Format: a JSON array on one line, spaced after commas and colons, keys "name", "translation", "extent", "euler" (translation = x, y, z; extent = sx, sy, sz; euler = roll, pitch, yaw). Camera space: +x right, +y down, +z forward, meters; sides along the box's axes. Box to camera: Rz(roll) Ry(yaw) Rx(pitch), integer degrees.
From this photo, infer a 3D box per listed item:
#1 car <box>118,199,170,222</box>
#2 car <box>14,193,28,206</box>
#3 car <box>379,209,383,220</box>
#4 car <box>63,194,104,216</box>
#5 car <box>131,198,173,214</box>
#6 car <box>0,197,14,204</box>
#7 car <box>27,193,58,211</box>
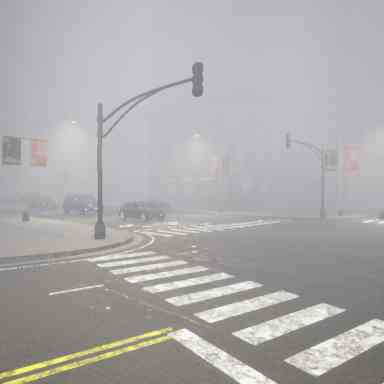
[{"name": "car", "translation": [-4.013, 1.495, 26.412], "extent": [1.837, 1.490, 4.892], "euler": [0, 0, -44]}, {"name": "car", "translation": [-26.039, 1.198, 53.402], "extent": [5.566, 2.045, 2.150], "euler": [0, 0, 45]}, {"name": "car", "translation": [16.808, 1.575, 26.978], "extent": [4.181, 1.385, 1.994], "euler": [0, 0, -44]}, {"name": "car", "translation": [-11.021, 1.207, 33.446], "extent": [2.150, 2.045, 5.566], "euler": [0, 0, -45]}, {"name": "car", "translation": [-4.474, 1.473, 36.316], "extent": [1.882, 1.535, 5.008], "euler": [0, 0, -45]}, {"name": "car", "translation": [-33.616, 1.532, 61.001], "extent": [1.994, 1.385, 4.181], "euler": [0, 0, -45]}, {"name": "car", "translation": [-18.109, 1.333, 40.569], "extent": [2.097, 1.767, 4.553], "euler": [0, 0, -45]}]
